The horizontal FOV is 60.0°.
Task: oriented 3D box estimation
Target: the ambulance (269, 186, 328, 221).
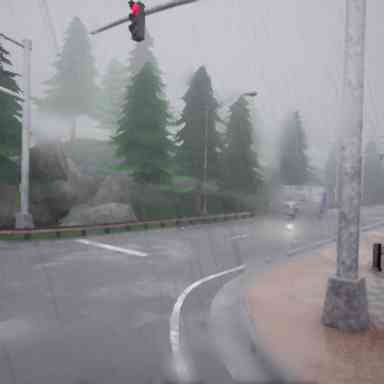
[{"bbox_3d":[8.168,0.763,25.288,2.351,2.431,6.366,2,1,41],"label":"ambulance"}]
